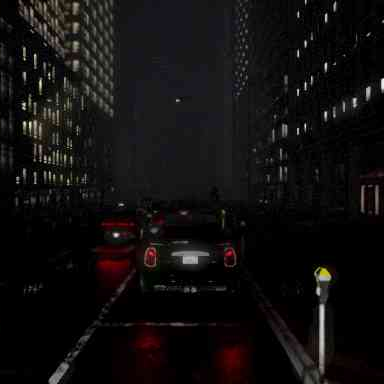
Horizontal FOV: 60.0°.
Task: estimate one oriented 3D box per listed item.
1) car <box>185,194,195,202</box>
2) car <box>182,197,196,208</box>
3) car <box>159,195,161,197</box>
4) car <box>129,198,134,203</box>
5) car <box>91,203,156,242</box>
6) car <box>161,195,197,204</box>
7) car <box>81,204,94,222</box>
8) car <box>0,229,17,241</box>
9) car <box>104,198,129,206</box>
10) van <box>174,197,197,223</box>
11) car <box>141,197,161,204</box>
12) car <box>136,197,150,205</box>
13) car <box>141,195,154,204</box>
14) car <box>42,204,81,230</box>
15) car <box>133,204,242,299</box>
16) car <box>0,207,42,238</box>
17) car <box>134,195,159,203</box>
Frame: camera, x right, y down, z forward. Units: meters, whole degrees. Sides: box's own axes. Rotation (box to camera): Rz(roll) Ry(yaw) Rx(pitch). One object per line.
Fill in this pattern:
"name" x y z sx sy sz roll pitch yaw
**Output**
"car" -0.465 1.298 77.509 2.192 1.841 5.009 -1 0 0
"car" -0.463 1.541 49.090 2.008 1.369 4.403 -1 0 0
"car" -8.843 1.509 77.339 1.752 1.417 4.829 -1 0 0
"car" -8.843 1.541 49.090 2.008 1.369 4.403 -1 0 0
"car" -3.124 1.504 16.234 1.837 1.490 4.892 0 1 1
"car" -0.465 1.311 20.672 2.192 1.841 5.009 -1 0 0
"car" -8.843 1.577 26.356 1.802 1.307 4.206 -1 0 0
"car" -3.146 1.351 1.658 2.097 1.767 4.553 0 0 0
"car" -8.844 1.544 37.723 2.008 1.369 4.403 -1 0 0
"van" -0.465 1.336 26.356 1.690 1.788 3.998 -1 0 0
"car" -3.123 1.487 31.252 2.128 1.511 4.902 0 0 1
"car" -8.843 1.570 60.458 1.802 1.307 4.206 -1 0 0
"car" -8.845 1.426 66.141 1.967 1.590 4.097 -1 0 0
"car" -8.844 1.547 20.672 2.008 1.369 4.403 -1 0 0
"car" -0.033 1.351 8.621 2.097 1.767 4.553 0 0 0
"car" -8.843 1.542 14.989 1.887 1.381 4.507 -1 0 0
"car" -6.166 1.342 45.366 2.097 1.767 4.553 0 0 0
